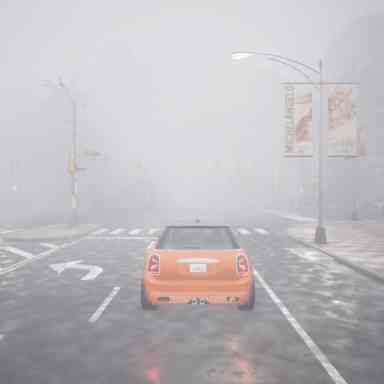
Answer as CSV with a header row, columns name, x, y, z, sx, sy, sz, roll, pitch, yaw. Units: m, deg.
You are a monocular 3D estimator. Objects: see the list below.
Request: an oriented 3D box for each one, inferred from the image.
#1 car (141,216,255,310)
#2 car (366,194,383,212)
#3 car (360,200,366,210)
name,x,y,z,sx,sy,sz,roll,pitch,yaw
car,0.111,1.352,7.957,2.097,1.767,4.553,0,0,0
car,22.078,1.352,36.239,4.553,1.767,2.097,0,0,1
car,23.205,1.221,39.735,5.566,2.045,2.150,0,0,1
